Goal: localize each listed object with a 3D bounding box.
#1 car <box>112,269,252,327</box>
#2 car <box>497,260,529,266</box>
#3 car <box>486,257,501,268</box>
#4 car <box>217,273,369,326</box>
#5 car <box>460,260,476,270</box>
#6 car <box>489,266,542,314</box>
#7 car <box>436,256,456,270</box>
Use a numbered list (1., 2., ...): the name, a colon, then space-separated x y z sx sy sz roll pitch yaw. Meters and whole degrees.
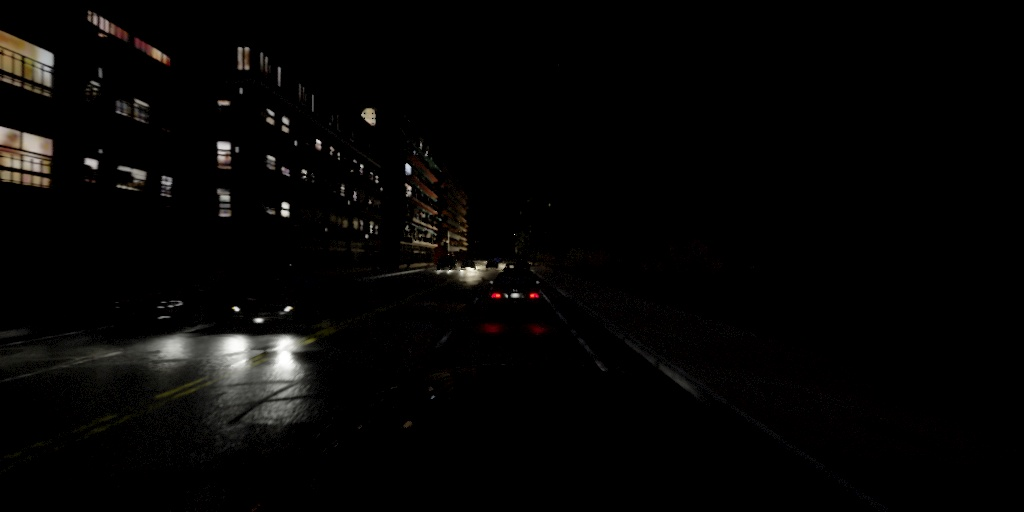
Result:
1. car: -9.851 1.226 11.796 1.882 1.535 5.008 0 0 0
2. car: 0.097 1.293 29.501 2.033 1.411 5.357 0 0 0
3. car: -3.258 1.300 58.878 1.994 1.385 4.181 0 0 0
4. car: -6.603 1.296 12.006 2.033 1.411 5.357 0 0 0
5. car: -6.564 1.263 54.028 1.812 1.442 4.674 0 0 0
6. car: 0.097 1.296 13.817 2.033 1.411 5.357 0 0 0
7. car: -9.810 0.957 53.873 2.150 2.045 5.566 0 0 1
